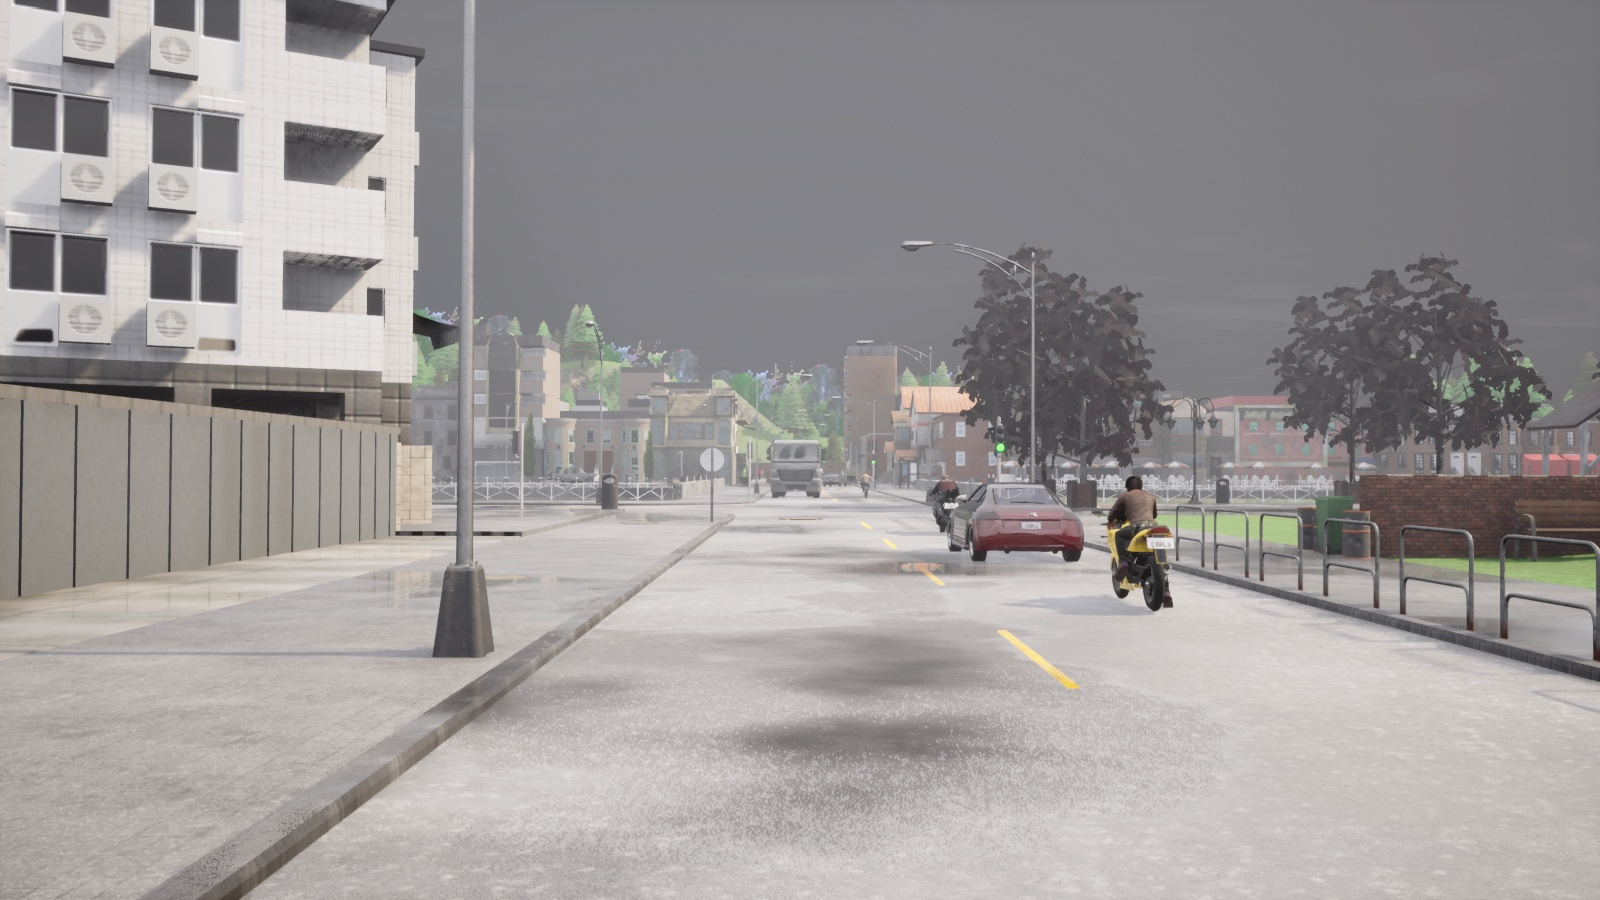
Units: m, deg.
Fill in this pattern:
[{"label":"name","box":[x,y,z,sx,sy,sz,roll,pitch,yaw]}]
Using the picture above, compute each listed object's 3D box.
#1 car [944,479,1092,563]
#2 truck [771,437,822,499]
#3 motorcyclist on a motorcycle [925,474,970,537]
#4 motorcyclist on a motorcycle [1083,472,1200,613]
[{"label":"car","box":[3.933,1.254,23.348,1.994,1.385,4.181,0,-1,0]},{"label":"truck","box":[-0.218,1.085,74.708,2.891,3.462,7.936,0,-1,0]},{"label":"motorcyclist on a motorcycle","box":[3.677,1.362,31.448,0.866,1.530,2.191,0,-1,0]},{"label":"motorcyclist on a motorcycle","box":[3.957,1.028,14.727,0.797,1.523,2.044,0,-1,0]}]
